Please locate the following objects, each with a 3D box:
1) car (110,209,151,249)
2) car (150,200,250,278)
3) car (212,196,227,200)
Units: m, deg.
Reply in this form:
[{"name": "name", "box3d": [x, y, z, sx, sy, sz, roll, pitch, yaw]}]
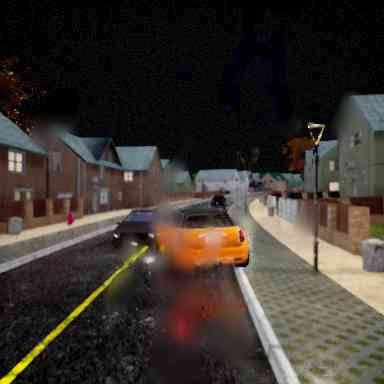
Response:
[{"name": "car", "box3d": [-2.064, 1.482, 14.622, 2.033, 1.411, 5.357, 0, 0, 1]}, {"name": "car", "box3d": [0.068, 1.272, 10.390, 2.097, 1.767, 4.553, -2, -1, -12]}, {"name": "car", "box3d": [3.496, 1.179, 42.880, 1.812, 1.442, 4.674, 0, 0, 11]}]
